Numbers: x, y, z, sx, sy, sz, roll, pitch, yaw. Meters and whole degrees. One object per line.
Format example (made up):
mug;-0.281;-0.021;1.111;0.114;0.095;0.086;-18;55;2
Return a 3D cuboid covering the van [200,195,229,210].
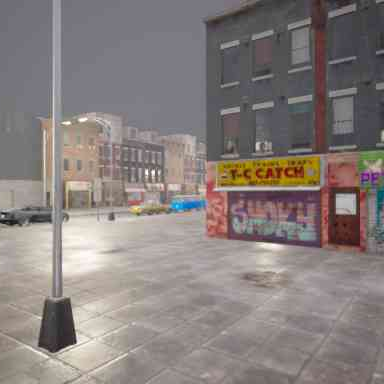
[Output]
van;2.824;1.233;40.503;1.690;1.788;3.998;0;0;35

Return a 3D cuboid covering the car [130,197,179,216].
car;-3.655;1.448;31.428;1.752;1.417;4.829;0;0;35

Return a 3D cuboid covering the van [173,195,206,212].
van;-0.465;1.249;35.896;1.690;1.788;3.998;0;0;35

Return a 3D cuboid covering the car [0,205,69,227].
car;-10.331;1.522;22.077;1.947;1.339;4.313;0;0;35
